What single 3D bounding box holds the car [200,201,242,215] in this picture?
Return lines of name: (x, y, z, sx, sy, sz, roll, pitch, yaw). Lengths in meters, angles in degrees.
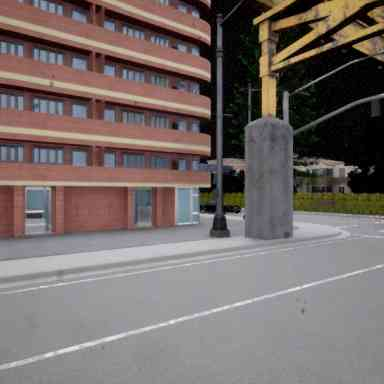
car: (2.895, 1.601, 33.989, 1.895, 1.301, 4.718, 0, 0, -35)
